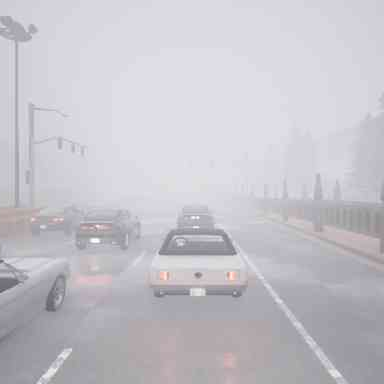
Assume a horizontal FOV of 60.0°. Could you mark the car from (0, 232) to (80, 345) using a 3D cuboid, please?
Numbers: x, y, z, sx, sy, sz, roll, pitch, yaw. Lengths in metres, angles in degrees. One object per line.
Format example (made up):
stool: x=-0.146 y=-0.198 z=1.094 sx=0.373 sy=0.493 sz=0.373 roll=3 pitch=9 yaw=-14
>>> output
car: x=-3.385 y=1.576 z=4.682 sx=1.895 sy=1.301 sz=4.718 roll=0 pitch=0 yaw=0

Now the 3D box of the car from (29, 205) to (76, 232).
car: x=-6.843 y=1.405 z=17.537 sx=1.812 sy=1.442 sz=4.674 roll=0 pitch=0 yaw=-1

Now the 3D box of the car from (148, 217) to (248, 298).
car: x=0.131 y=1.549 z=8.371 sx=1.895 sy=1.301 sz=4.718 roll=0 pitch=0 yaw=0

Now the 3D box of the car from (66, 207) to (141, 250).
car: x=-3.338 y=1.411 z=13.908 sx=1.837 sy=1.490 sz=4.892 roll=0 pitch=0 yaw=0

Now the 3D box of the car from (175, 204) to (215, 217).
car: x=0.186 y=1.384 z=17.631 sx=1.837 sy=1.490 sz=4.892 roll=0 pitch=0 yaw=0
